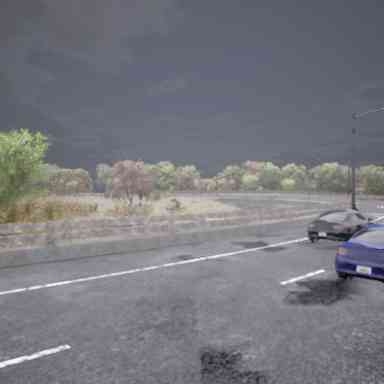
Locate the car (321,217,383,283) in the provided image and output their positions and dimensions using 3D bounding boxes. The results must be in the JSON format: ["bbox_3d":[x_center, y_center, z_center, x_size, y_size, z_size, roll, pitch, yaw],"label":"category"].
[{"bbox_3d":[5.442,1.527,8.780,4.674,1.442,1.812,0,0,-42],"label":"car"}]

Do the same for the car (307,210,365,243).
[{"bbox_3d":[6.864,1.528,14.974,1.812,1.442,4.674,0,0,45],"label":"car"}]
